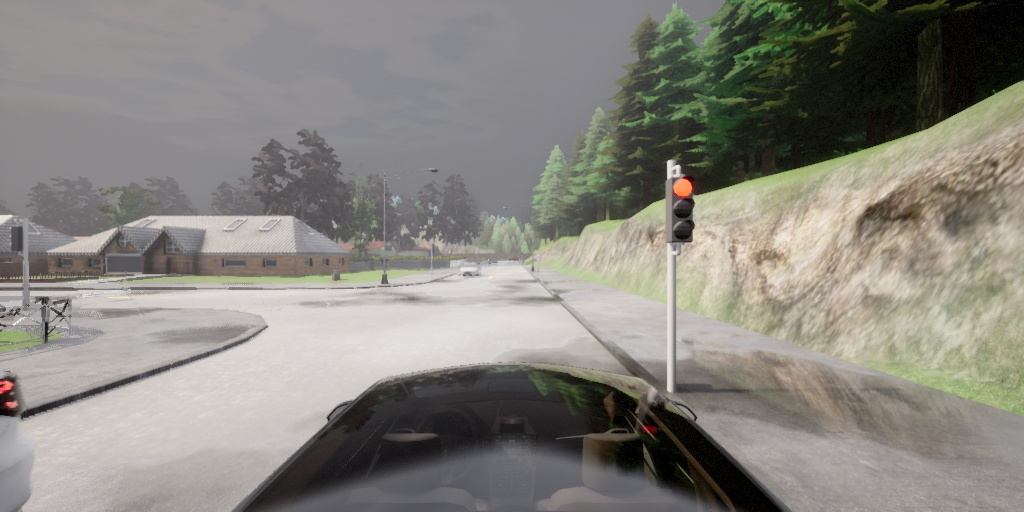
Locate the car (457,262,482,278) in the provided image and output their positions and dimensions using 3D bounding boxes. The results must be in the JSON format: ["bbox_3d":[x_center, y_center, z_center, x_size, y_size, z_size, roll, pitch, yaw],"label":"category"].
[{"bbox_3d":[-3.977,1.325,34.173,1.812,1.442,4.674,0,1,0],"label":"car"}]
